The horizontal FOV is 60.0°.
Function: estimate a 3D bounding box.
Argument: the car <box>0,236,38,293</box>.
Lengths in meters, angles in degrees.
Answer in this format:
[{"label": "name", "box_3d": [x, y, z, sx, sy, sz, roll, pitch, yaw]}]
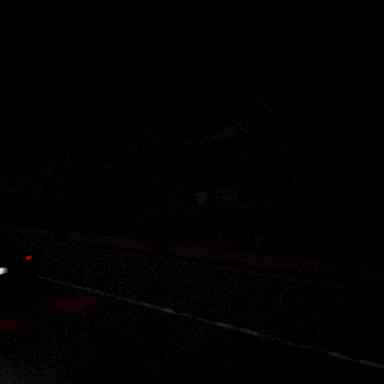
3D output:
[{"label": "car", "box_3d": [-5.564, 1.602, 7.962, 4.181, 1.385, 1.994, 0, 0, 36]}]
